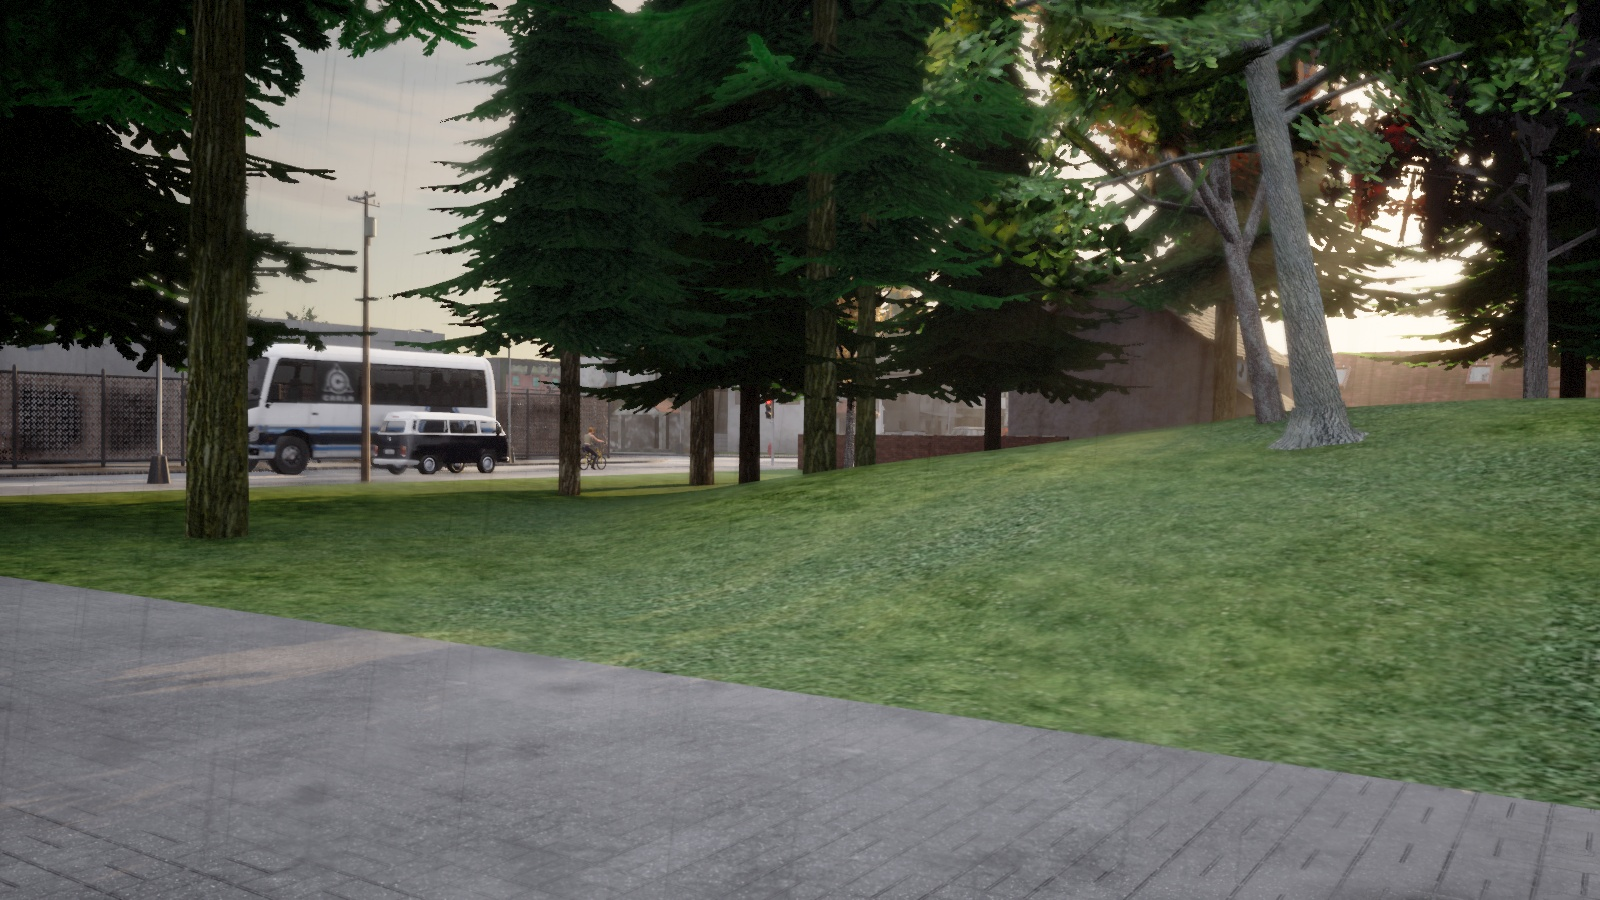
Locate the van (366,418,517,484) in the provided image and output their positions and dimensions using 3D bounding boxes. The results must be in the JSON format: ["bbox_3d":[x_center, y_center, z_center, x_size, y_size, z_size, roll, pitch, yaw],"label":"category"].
[{"bbox_3d":[-11.720,-0.003,41.329,2.069,2.038,4.480,0,1,34],"label":"van"}]

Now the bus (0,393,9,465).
[{"bbox_3d":[-51.309,-1.152,71.100,3.944,4.253,10.273,0,1,37],"label":"bus"}]

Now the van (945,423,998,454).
[{"bbox_3d":[11.444,-0.759,83.486,1.775,1.987,4.442,0,1,33],"label":"van"}]

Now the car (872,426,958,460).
[{"bbox_3d":[6.361,-0.410,69.014,4.553,1.767,2.097,-1,1,-40],"label":"car"}]

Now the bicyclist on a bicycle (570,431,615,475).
[{"bbox_3d":[-7.791,0.094,47.229,0.866,1.612,1.509,0,1,33],"label":"bicyclist on a bicycle"}]

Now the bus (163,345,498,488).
[{"bbox_3d":[-15.570,-1.088,42.775,3.944,4.253,10.273,0,1,34],"label":"bus"}]
